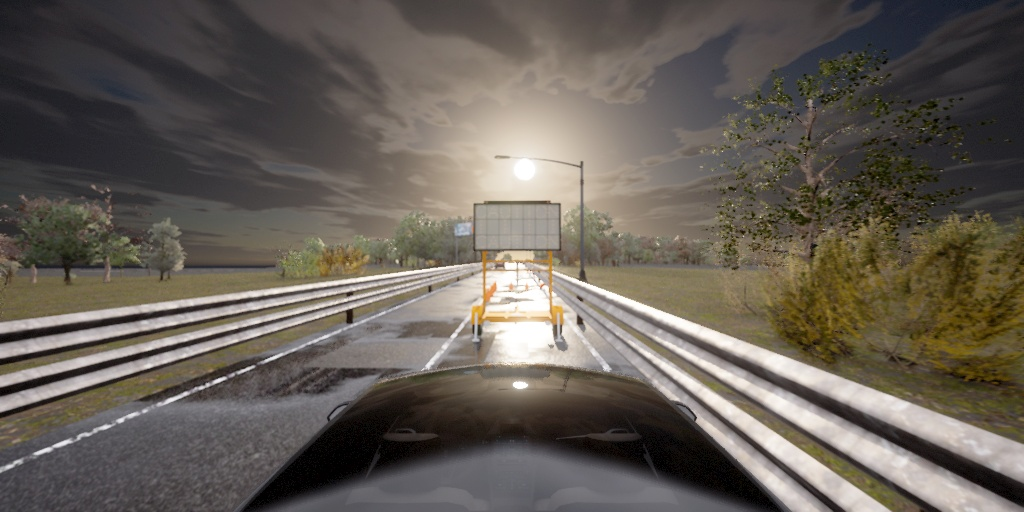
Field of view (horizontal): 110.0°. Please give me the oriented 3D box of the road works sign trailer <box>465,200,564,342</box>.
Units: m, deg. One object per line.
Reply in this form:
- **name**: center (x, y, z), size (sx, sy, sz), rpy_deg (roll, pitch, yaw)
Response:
- **road works sign trailer**: center (0.154, 0.268, 9.994), size (2.380, 3.560, 2.880), rpy_deg (0, 0, 1)
